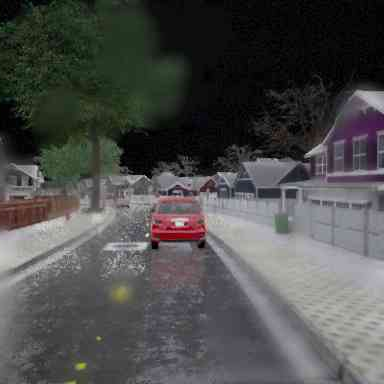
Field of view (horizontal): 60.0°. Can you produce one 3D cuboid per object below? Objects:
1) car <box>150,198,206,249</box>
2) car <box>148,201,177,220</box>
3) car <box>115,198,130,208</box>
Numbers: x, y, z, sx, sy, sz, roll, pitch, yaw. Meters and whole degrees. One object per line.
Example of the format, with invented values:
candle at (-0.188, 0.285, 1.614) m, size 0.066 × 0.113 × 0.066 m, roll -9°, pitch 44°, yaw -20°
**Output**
car at (-0.689, 1.263, 14.795) m, size 2.150 × 2.045 × 5.566 m, roll 0°, pitch 0°, yaw -5°
car at (-2.734, 1.584, 29.750) m, size 2.033 × 1.411 × 5.357 m, roll 0°, pitch 0°, yaw -10°
car at (-10.186, 1.645, 48.522) m, size 1.837 × 1.490 × 4.892 m, roll 0°, pitch 0°, yaw -17°
